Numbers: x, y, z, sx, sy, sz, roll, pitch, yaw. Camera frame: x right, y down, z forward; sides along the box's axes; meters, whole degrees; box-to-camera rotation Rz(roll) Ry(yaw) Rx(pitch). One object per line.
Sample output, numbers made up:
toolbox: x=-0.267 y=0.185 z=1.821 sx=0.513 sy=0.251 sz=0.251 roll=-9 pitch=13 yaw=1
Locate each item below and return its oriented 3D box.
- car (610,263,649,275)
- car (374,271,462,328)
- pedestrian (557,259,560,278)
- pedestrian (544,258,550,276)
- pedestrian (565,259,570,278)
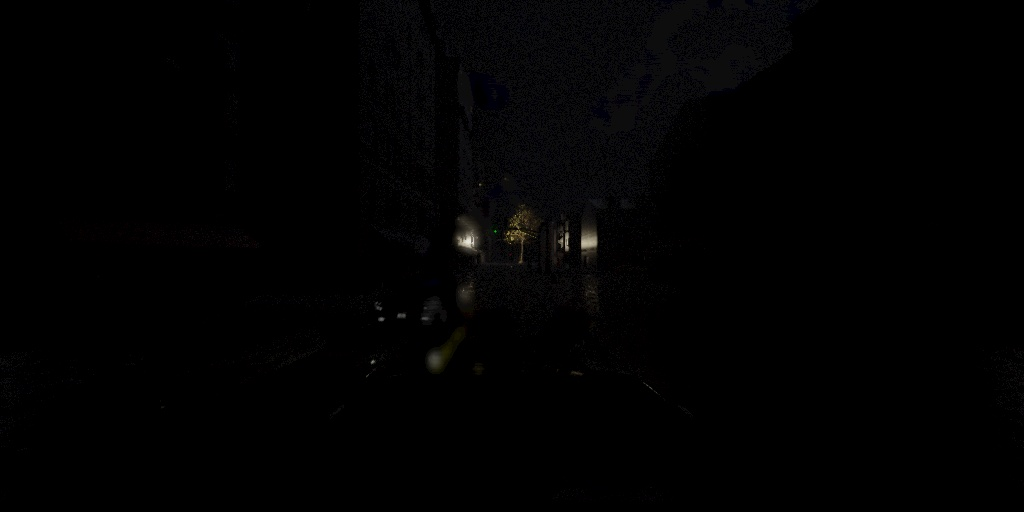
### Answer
car: x=13.892 y=1.527 z=41.513 sx=4.829 sy=1.417 sz=1.751 roll=0 pitch=0 yaw=0
car: x=-2.846 y=1.281 z=11.762 sx=1.882 sy=1.535 sz=5.008 roll=0 pitch=0 yaw=0
pedestrian: x=4.516 y=1.193 z=34.751 sx=0.375 sy=1.860 sz=0.375 roll=0 pitch=-1 yaw=0
pedestrian: x=3.516 y=1.049 z=35.953 sx=0.375 sy=1.860 sz=0.375 roll=0 pitch=-1 yaw=0
pedestrian: x=5.516 y=1.182 z=35.351 sx=0.375 sy=1.860 sz=0.375 roll=0 pitch=-1 yaw=0
